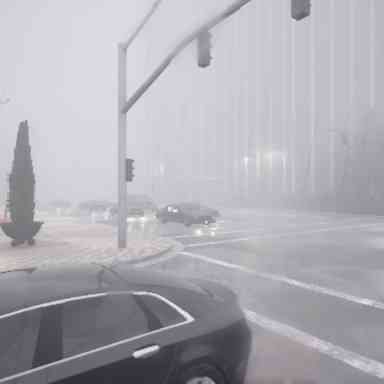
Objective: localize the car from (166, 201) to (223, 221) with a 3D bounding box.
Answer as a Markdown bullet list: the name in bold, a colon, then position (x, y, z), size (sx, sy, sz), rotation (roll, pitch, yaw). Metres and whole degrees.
- **car**: position (0.068, 1.547, 28.362), size (2.033, 1.411, 5.357), rotation (0, 0, -36)

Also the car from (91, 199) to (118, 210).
- **car**: position (-11.834, 1.601, 44.871), size (1.895, 1.301, 4.718), rotation (0, 0, -36)

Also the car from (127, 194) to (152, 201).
- **car**: position (-6.023, 1.221, 36.795), size (2.150, 2.045, 5.566), rotation (0, 0, -36)

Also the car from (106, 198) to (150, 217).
- **car**: position (-6.038, 1.564, 30.844), size (1.994, 1.385, 4.181), rotation (0, 0, -35)

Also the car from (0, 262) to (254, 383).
- **car**: position (-1.618, 1.505, 2.839), size (4.892, 1.490, 1.837), rotation (0, 0, -35)

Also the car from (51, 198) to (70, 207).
- **car**: position (-19.743, 1.601, 49.942), size (1.895, 1.301, 4.718), rotation (0, 0, -35)

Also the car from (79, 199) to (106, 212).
- **car**: position (-11.418, 1.601, 38.295), size (1.895, 1.301, 4.718), rotation (0, 0, -36)

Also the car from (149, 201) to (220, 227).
- **car**: position (-0.635, 1.547, 23.361), size (2.033, 1.411, 5.357), rotation (0, 0, -36)
